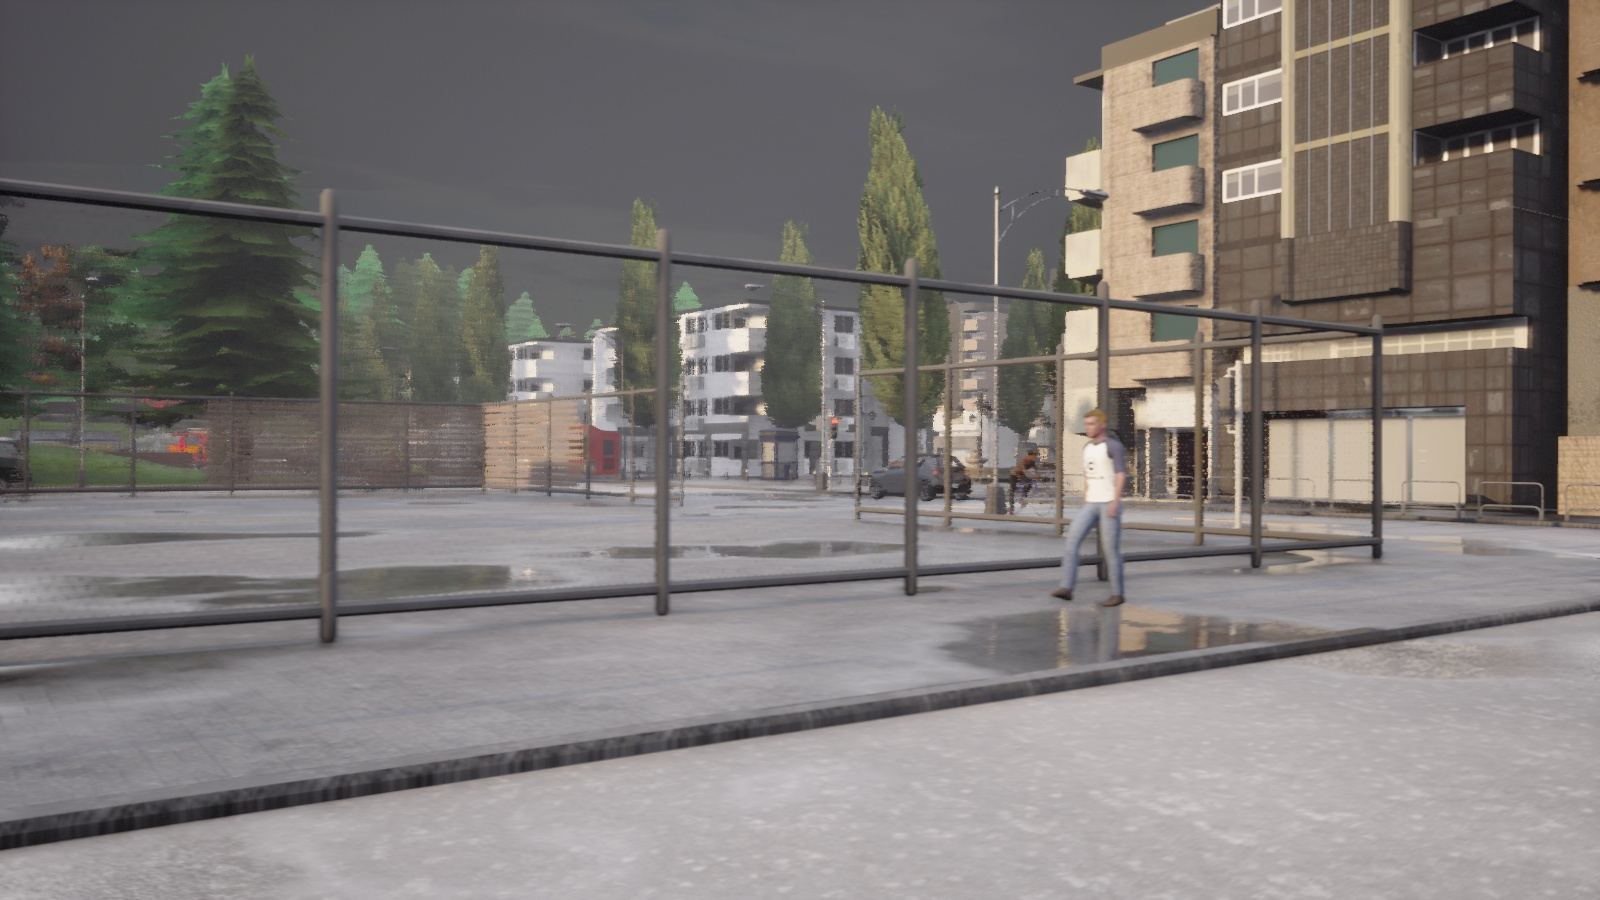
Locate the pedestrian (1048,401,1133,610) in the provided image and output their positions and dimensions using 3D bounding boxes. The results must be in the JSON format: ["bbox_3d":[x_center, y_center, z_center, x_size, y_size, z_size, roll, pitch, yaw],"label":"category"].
[{"bbox_3d":[2.640,0.491,11.403,0.706,1.836,0.354,0,0,-31],"label":"pedestrian"}]

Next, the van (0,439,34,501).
[{"bbox_3d":[-27.341,0.656,40.451,4.442,1.987,1.775,0,0,-35],"label":"van"}]

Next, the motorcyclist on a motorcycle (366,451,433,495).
[{"bbox_3d":[-15.524,0.872,48.666,2.350,1.649,0.766,0,0,-35],"label":"motorcyclist on a motorcycle"}]

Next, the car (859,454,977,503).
[{"bbox_3d":[3.758,0.893,40.465,1.845,1.501,3.633,0,0,-35],"label":"car"}]

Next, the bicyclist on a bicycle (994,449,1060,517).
[{"bbox_3d":[5.569,0.798,30.873,0.582,1.620,1.656,0,0,-35],"label":"bicyclist on a bicycle"}]

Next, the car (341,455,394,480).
[{"bbox_3d":[-26.579,1.031,77.042,1.837,1.490,4.892,0,0,-35],"label":"car"}]
